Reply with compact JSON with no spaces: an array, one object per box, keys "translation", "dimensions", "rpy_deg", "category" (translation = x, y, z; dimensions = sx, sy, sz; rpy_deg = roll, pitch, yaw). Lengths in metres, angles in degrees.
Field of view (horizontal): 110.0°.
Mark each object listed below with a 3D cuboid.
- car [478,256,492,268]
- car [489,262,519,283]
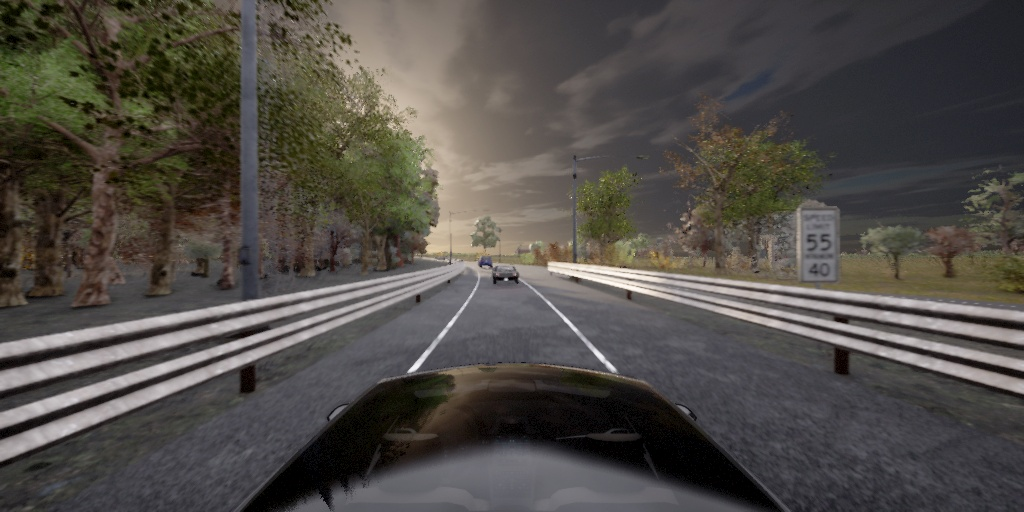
[{"translation":[-4.714,1.005,62.406],"dimensions":[2.150,2.045,5.566],"rpy_deg":[0,0,-10],"category":"car"},{"translation":[-0.597,1.364,27.786],"dimensions":[1.895,1.301,4.718],"rpy_deg":[0,0,-4],"category":"car"}]
